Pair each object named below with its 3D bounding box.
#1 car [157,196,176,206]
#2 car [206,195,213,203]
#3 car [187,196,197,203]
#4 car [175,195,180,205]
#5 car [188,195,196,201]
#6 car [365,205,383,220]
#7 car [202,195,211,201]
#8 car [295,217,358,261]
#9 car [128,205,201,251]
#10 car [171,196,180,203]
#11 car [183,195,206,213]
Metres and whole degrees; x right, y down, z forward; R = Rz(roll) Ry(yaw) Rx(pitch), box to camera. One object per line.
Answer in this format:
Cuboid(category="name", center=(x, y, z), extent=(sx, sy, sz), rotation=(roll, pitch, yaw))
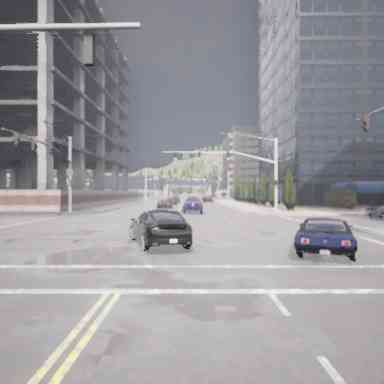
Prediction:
Cuboid(category="car", center=(-3.585, 1.584, 44.587), extent=(1.994, 1.385, 4.181), rotation=(0, 0, 0))
Cuboid(category="car", center=(3.485, 1.510, 71.405), extent=(1.882, 1.535, 5.008), rotation=(0, 0, 0))
Cuboid(category="car", center=(-0.015, 1.571, 71.087), extent=(2.033, 1.411, 5.357), rotation=(0, 0, 0))
Cuboid(category="car", center=(-3.553, 1.590, 57.997), extent=(1.994, 1.385, 4.181), rotation=(0, 0, 1))
Cuboid(category="car", center=(-0.017, 1.458, 81.739), extent=(1.812, 1.442, 4.674), rotation=(0, 0, 0))
Cuboid(category="car", center=(16.635, 1.504, 26.921), extent=(4.902, 1.511, 2.128), rotation=(0, 0, 0))
Cuboid(category="car", center=(3.483, 1.412, 81.740), extent=(1.882, 1.535, 5.008), rotation=(0, 0, 0))
Cuboid(category="car", center=(5.044, 1.607, 12.532), extent=(1.895, 1.301, 4.718), rotation=(0, 0, 22))
Cuboid(category="car", center=(-1.457, 1.511, 14.208), extent=(1.837, 1.490, 4.892), rotation=(1, -1, -19))
Cuboid(category="car", center=(-3.515, 1.521, 71.110), extent=(1.837, 1.490, 4.892), rotation=(0, 0, 0))
Cuboid(category="car", center=(0.093, 1.369, 36.488), extent=(2.097, 1.767, 4.553), rotation=(0, 0, 0))
